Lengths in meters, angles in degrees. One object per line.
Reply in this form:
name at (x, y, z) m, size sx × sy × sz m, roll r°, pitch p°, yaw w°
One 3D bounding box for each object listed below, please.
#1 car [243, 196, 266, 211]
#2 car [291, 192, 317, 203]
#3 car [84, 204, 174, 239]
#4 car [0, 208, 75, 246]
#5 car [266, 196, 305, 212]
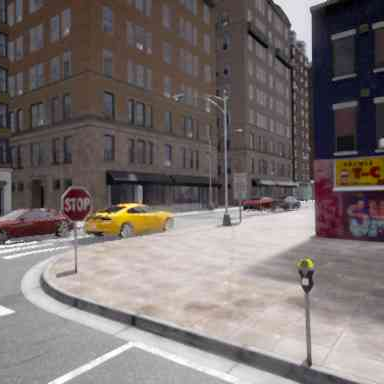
car at (7.180, 1.208, 35.560) m, size 1.882 × 1.535 × 5.008 m, roll -1°, pitch 0°, yaw 36°
car at (16.330, 0.793, 48.204) m, size 2.033 × 1.411 × 5.357 m, roll -1°, pitch 0°, yaw 36°
car at (-2.871, 1.320, 16.315) m, size 1.882 × 1.535 × 5.008 m, roll -2°, pitch 0°, yaw 34°
car at (-7.506, 1.457, 15.047) m, size 1.812 × 1.442 × 4.674 m, roll -1°, pitch 0°, yaw 36°
car at (9.662, 1.181, 33.976) m, size 1.837 × 1.490 × 4.892 m, roll -1°, pitch 0°, yaw 36°
